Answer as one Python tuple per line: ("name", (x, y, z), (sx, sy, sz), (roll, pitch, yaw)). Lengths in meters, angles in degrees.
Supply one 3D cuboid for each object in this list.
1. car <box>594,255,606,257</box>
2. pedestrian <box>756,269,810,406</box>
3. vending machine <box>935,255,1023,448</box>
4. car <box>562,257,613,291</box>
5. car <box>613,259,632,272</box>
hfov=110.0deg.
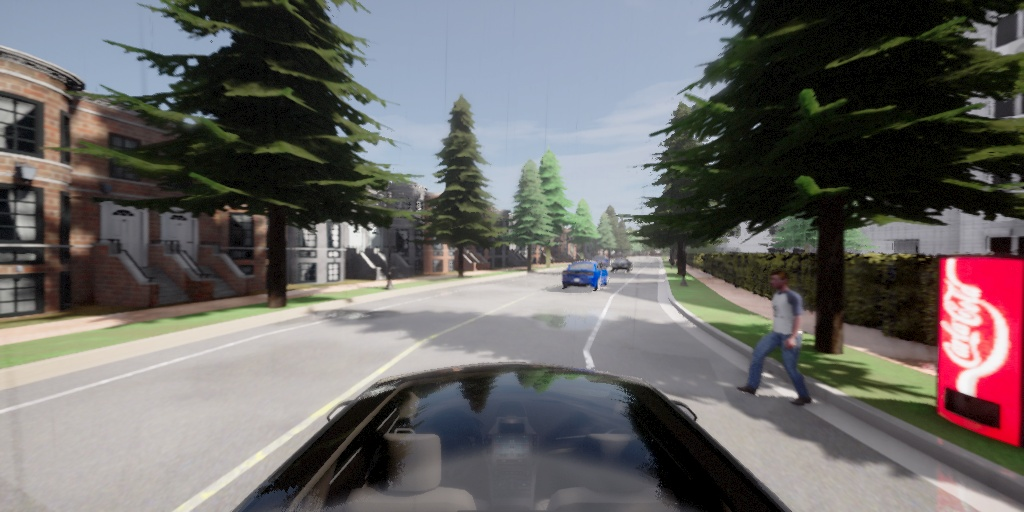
("car", (11.719, 0.675, 47.920), (2.097, 1.767, 4.553), (1, 1, 23))
("pedestrian", (3.628, 1.045, 4.808), (0.375, 1.860, 0.375), (1, 1, 6))
("vending machine", (5.402, 0.977, 3.714), (1.100, 2.100, 0.880), (0, 0, 4))
("car", (4.260, 1.050, 20.467), (1.882, 1.535, 5.008), (1, 1, 23))
("car", (12.077, 0.978, 39.255), (2.033, 1.411, 5.357), (1, 1, 23))
